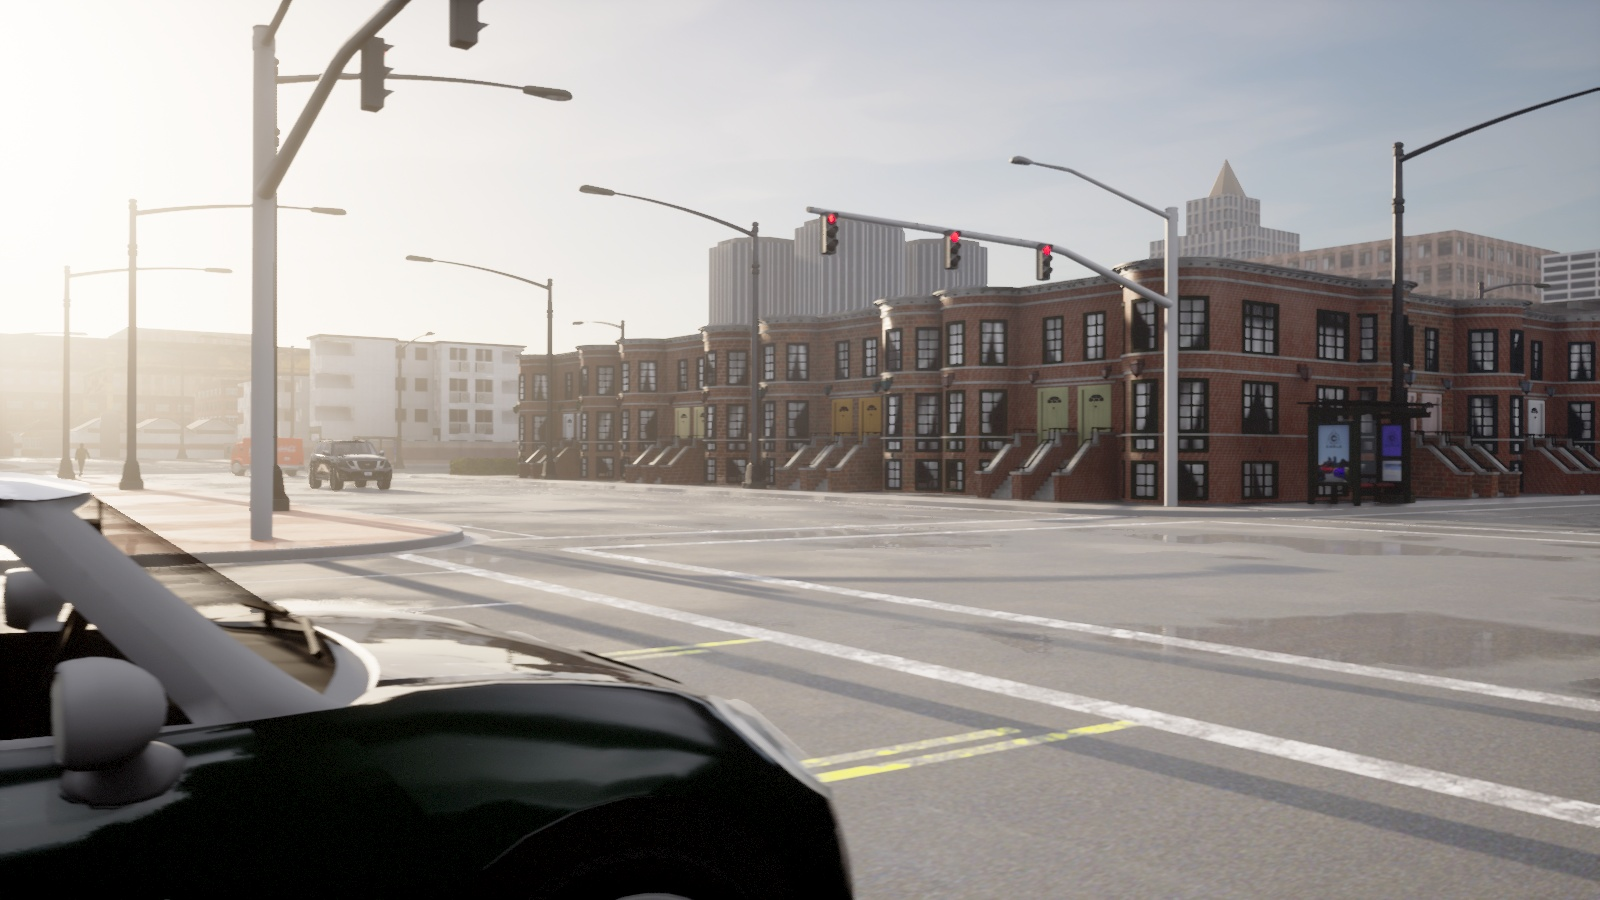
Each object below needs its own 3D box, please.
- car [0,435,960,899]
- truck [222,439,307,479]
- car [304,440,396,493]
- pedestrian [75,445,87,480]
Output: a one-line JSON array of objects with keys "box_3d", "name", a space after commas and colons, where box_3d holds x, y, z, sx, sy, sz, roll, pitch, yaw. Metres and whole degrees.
[{"box_3d": [-1.779, 0.720, 2.467, 3.806, 1.475, 1.970, 0, 0, -34], "name": "car"}, {"box_3d": [-34.005, 0.579, 79.669, 5.204, 2.467, 2.627, 0, -1, 36], "name": "truck"}, {"box_3d": [-18.389, 0.653, 51.152, 2.150, 2.045, 5.566, 0, 0, -35], "name": "car"}, {"box_3d": [-38.410, 0.666, 67.071, 0.431, 1.840, 0.709, 0, 0, -40], "name": "pedestrian"}]
